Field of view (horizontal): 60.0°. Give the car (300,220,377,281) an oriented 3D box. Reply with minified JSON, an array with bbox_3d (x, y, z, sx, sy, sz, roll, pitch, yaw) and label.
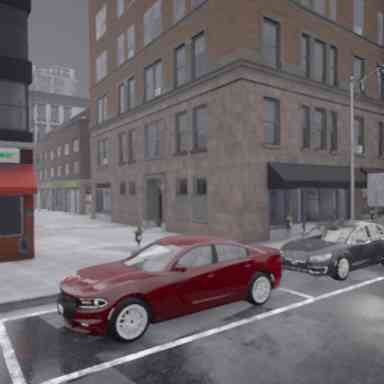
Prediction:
[{"bbox_3d":[4.359,1.535,9.666,4.403,1.369,2.008,0,-1,-36],"label":"car"}]

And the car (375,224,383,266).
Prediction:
[{"bbox_3d":[6.589,1.508,8.087,4.674,1.442,1.812,0,0,-35],"label":"car"}]

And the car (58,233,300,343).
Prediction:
[{"bbox_3d":[-0.181,1.538,6.417,4.507,1.381,1.887,0,-1,-36],"label":"car"}]
